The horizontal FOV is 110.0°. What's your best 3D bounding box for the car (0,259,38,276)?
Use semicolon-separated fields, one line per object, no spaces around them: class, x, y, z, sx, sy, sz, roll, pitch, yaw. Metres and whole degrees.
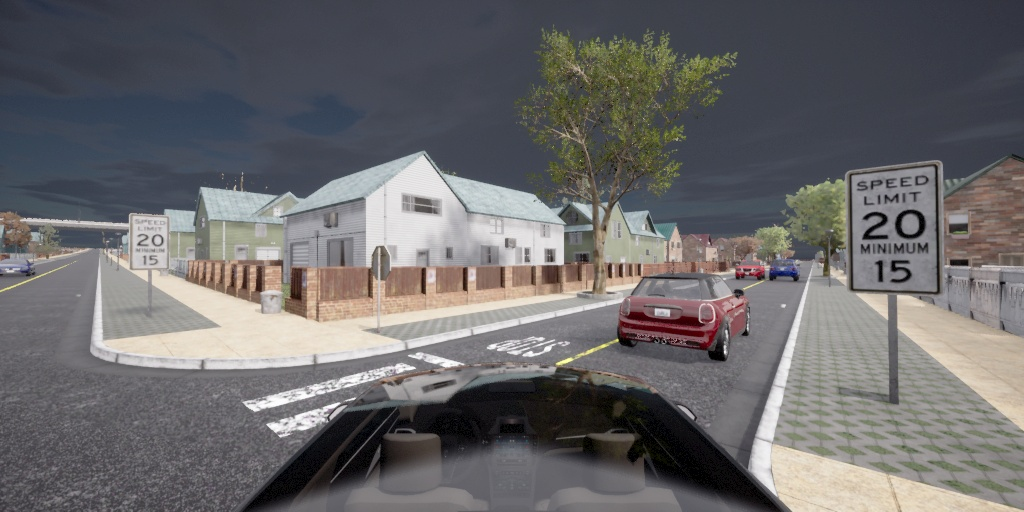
car;-42.114;0.967;30.394;4.674;1.442;1.812;1;0;41

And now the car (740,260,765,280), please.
car;24.973;1.395;37.493;2.150;2.045;5.566;-1;-1;40

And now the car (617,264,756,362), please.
car;4.383;1.175;8.812;2.097;1.767;4.553;-1;-1;40

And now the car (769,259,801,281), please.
car;26.815;1.362;35.298;2.150;2.045;5.566;-1;-1;40
